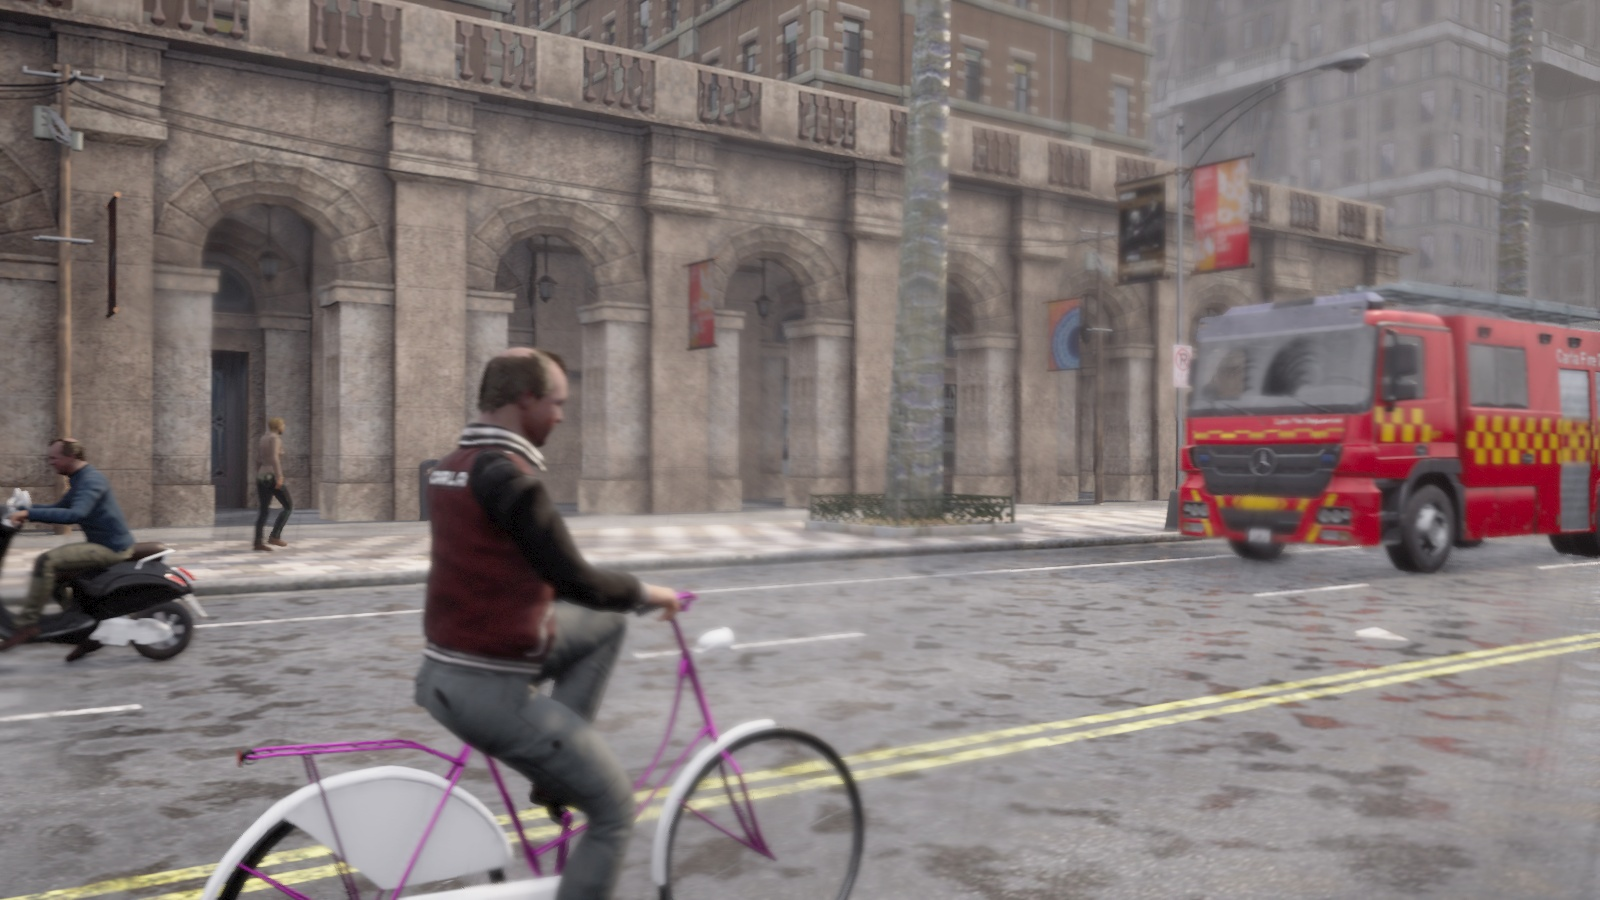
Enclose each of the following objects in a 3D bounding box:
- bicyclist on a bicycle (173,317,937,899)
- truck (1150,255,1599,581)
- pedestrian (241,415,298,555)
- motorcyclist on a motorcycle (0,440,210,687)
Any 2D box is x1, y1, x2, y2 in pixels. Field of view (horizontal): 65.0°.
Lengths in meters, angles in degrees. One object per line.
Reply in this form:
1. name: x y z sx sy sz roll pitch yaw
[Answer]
1. bicyclist on a bicycle: -0.561 0.627 3.271 1.843 1.776 0.659 0 0 -35
2. truck: 9.078 -0.365 18.338 8.468 3.827 2.891 0 0 -35
3. pedestrian: -7.123 0.464 16.869 0.331 1.846 0.634 0 0 40
4. motorcyclist on a motorcycle: -5.119 0.731 8.623 1.817 1.590 0.866 0 0 -35
